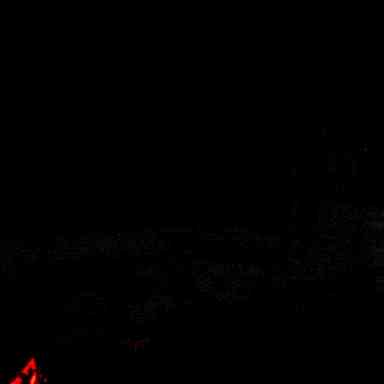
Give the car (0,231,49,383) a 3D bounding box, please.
[{"bbox_3d":[-3.395,1.201,0.957,5.566,2.045,2.150,1,0,-36],"label":"car"}]
